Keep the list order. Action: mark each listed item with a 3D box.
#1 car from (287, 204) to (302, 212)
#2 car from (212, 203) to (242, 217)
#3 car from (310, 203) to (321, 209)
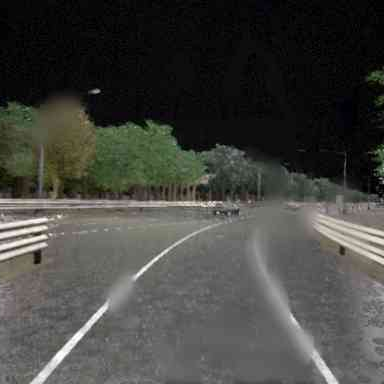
[{"bbox_3d":[19.466,3.001,62.984,1.895,1.301,4.718,1,-1,31],"label":"car"},{"bbox_3d":[4.032,2.021,37.674,1.837,1.490,4.892,1,-1,31],"label":"car"},{"bbox_3d":[29.777,3.494,79.893,1.837,1.490,4.892,1,-1,31],"label":"car"}]
